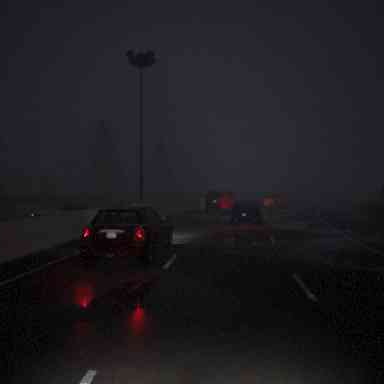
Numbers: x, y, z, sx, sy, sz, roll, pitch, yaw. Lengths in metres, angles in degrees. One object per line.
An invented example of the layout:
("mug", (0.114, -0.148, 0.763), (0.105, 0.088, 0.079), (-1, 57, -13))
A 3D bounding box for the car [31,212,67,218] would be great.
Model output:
("car", (-7.759, 1.367, 20.567), (1.895, 1.301, 4.718), (0, 1, 12))

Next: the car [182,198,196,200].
("car", (0.113, 0.931, 57.753), (1.812, 1.442, 4.674), (0, 1, 32))

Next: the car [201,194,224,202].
("car", (3.585, 1.026, 56.721), (1.895, 1.301, 4.718), (1, 1, 33))

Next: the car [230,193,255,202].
("car", (8.960, 0.971, 58.361), (2.033, 1.411, 5.357), (1, 1, 36))

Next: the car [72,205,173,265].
("car", (-2.012, 1.227, 11.498), (2.097, 1.767, 4.553), (0, 1, 7))

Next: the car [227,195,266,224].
("car", (3.890, 1.249, 23.083), (1.882, 1.535, 5.008), (0, 1, 15))

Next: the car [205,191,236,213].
("car", (2.921, 0.902, 31.683), (2.150, 2.045, 5.566), (0, 1, 20))

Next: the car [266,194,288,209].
("car", (9.967, 0.975, 39.168), (2.097, 1.767, 4.553), (1, 1, 25))
